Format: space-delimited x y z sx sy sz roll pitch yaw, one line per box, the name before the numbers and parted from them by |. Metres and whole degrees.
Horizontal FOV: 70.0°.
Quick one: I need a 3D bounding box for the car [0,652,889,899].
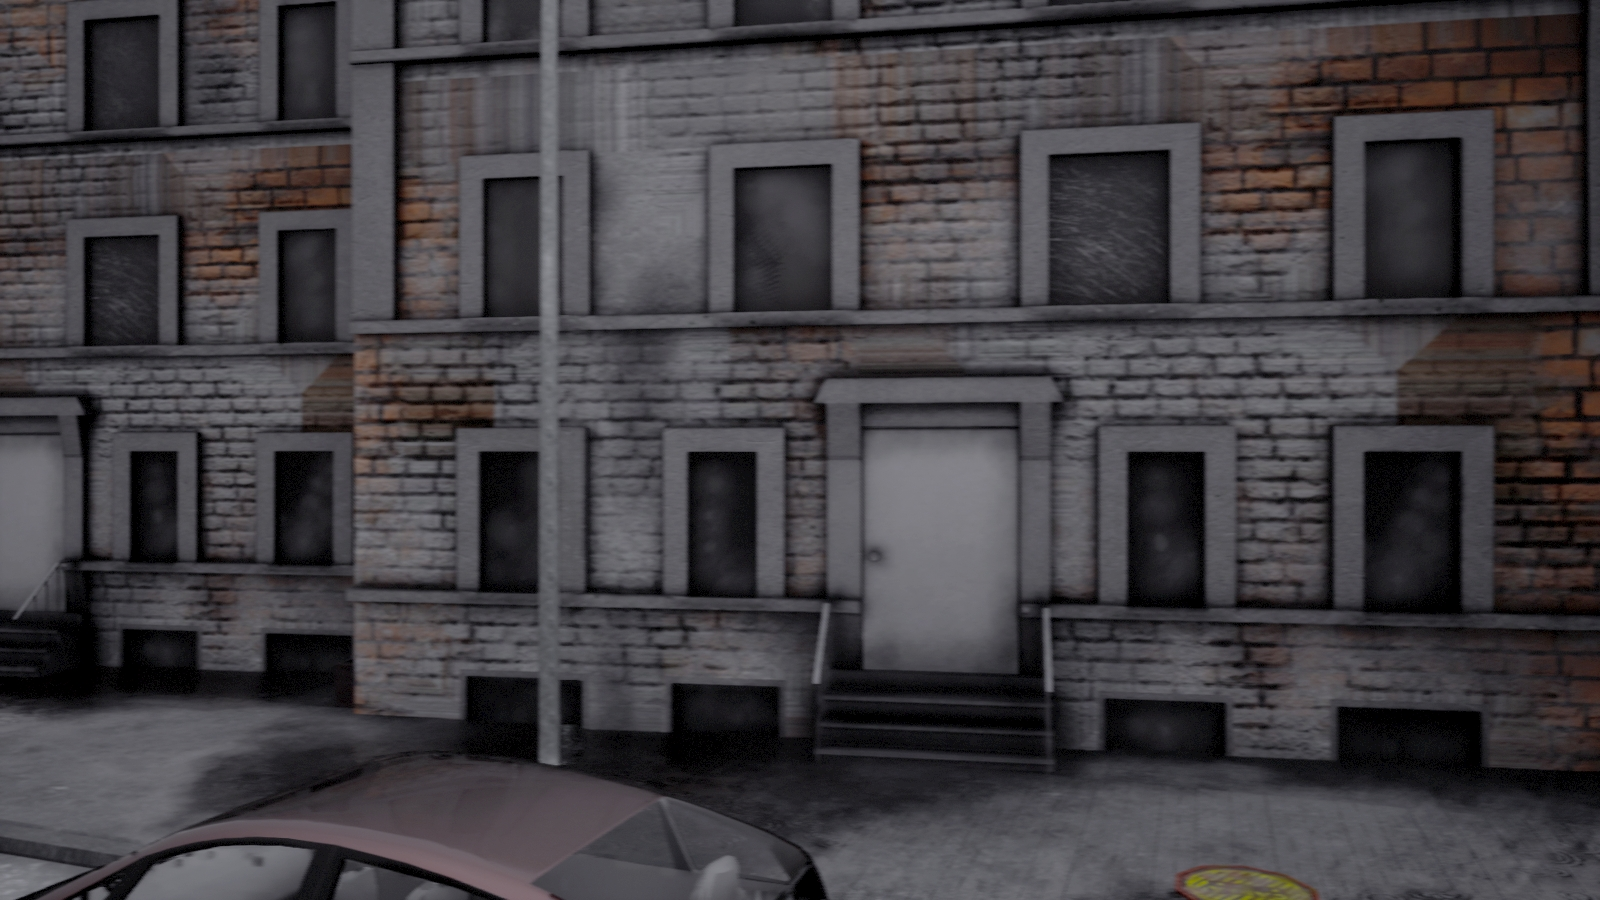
car | -1.691 1.806 4.366 3.705 1.549 1.789 0 0 20
